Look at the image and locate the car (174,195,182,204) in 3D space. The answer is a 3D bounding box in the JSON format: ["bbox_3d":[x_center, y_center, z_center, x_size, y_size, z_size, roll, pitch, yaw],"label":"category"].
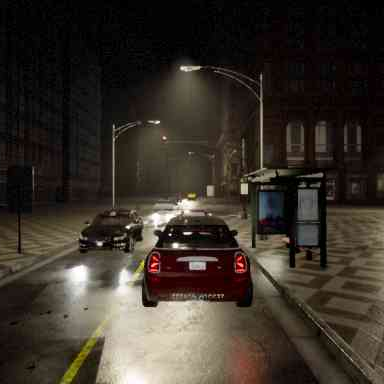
[{"bbox_3d":[-3.123,1.469,52.772,2.033,1.411,5.357,0,0,0],"label":"car"}]

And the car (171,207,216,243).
[{"bbox_3d":[0.087,1.558,16.769,1.994,1.385,4.181,0,0,1],"label":"car"}]

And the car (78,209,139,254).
[{"bbox_3d":[-3.106,1.502,13.615,1.837,1.490,4.892,0,0,0],"label":"car"}]

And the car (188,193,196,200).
[{"bbox_3d":[-0.044,1.127,84.335,1.882,1.535,5.008,0,0,0],"label":"car"}]

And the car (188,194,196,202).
[{"bbox_3d":[-0.039,1.442,74.360,1.895,1.301,4.718,0,0,0],"label":"car"}]

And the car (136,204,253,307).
[{"bbox_3d":[0.096,1.352,8.126,2.097,1.767,4.553,0,0,0],"label":"car"}]

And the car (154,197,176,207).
[{"bbox_3d":[-3.119,1.560,36.998,1.895,1.301,4.718,0,0,0],"label":"car"}]

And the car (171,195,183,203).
[{"bbox_3d":[-3.042,1.378,68.289,2.128,1.511,4.902,0,1,0],"label":"car"}]
